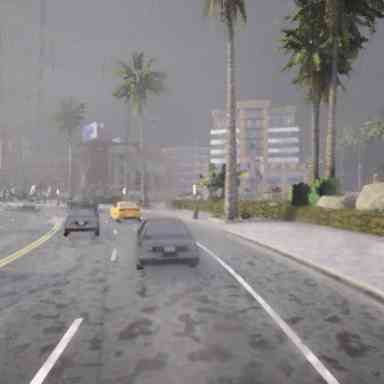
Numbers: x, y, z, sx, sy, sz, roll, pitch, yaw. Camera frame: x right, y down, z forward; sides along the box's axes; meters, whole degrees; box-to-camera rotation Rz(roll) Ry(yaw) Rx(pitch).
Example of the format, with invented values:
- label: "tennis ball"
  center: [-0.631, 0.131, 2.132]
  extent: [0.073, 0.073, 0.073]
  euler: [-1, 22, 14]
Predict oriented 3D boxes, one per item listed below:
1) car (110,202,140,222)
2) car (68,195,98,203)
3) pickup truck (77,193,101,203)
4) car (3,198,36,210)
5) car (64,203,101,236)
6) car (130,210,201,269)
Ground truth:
- label: "car"
  center: [-5.527, 1.545, 27.349]
  extent: [1.882, 1.535, 5.008]
  euler: [0, 0, -21]
- label: "car"
  center: [-13.666, 1.352, 41.617]
  extent: [2.150, 2.045, 5.566]
  euler: [0, 0, -39]
- label: "pickup truck"
  center: [-22.426, 1.311, 72.766]
  extent: [2.390, 2.098, 6.274]
  euler: [0, 0, 10]
- label: "car"
  center: [-23.932, 1.793, 46.511]
  extent: [4.718, 1.301, 1.895]
  euler: [0, 0, 37]
- label: "car"
  center: [-6.214, 1.607, 19.022]
  extent: [2.033, 1.411, 5.357]
  euler: [0, 0, -16]
- label: "car"
  center: [-0.979, 1.568, 11.304]
  extent: [2.033, 1.411, 5.357]
  euler: [0, 0, -9]
